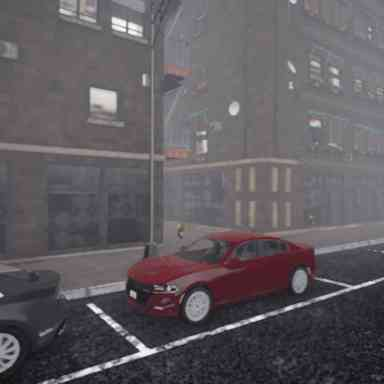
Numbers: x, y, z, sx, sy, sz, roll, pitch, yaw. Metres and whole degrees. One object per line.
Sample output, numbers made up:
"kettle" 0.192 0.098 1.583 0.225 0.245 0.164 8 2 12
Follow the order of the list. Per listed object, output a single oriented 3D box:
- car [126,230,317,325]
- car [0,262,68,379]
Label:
"car" 0.806 1.551 7.133 4.507 1.381 1.887 0 0 -36
"car" -3.783 1.550 3.860 4.403 1.369 2.008 0 0 -36
